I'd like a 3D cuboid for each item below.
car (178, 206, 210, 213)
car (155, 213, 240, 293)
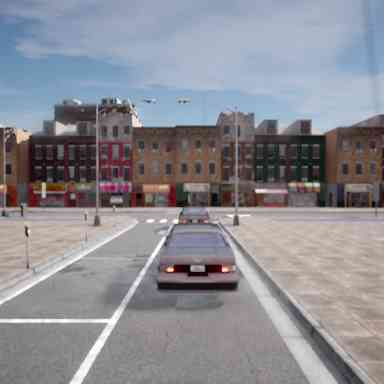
[{"bbox_3d":[0.117,1.517,19.286,2.033,1.411,5.357,0,0,-1],"label":"car"},{"bbox_3d":[0.118,1.533,8.977,2.033,1.411,5.357,0,0,0],"label":"car"}]
